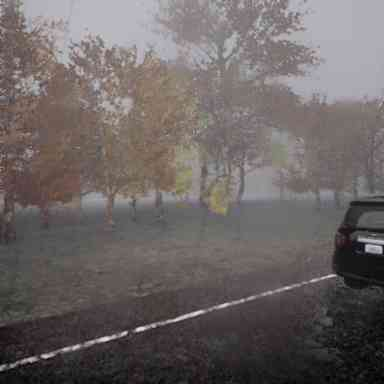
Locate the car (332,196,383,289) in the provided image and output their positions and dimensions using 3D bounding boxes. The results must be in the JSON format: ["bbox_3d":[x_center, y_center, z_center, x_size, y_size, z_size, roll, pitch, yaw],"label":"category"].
[{"bbox_3d":[5.500,1.094,7.590,5.566,2.045,2.150,-1,0,-35],"label":"car"}]
